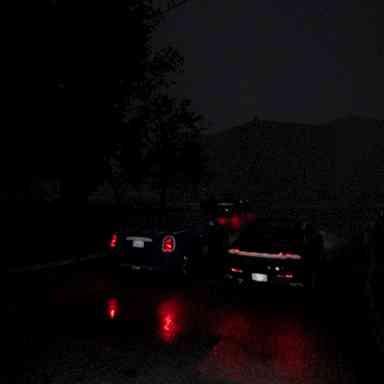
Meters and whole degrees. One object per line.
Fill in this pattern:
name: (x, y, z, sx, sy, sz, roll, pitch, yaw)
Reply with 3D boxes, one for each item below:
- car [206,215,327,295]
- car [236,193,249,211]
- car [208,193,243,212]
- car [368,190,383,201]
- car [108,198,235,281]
car: (2.354, 1.413, 8.702, 2.128, 1.511, 4.902, 0, 1, 25)
car: (3.497, 0.855, 31.654, 2.097, 1.767, 4.553, -1, 1, -24)
car: (1.989, 1.081, 27.040, 2.128, 1.511, 4.902, 0, 1, -14)
car: (27.571, 0.408, 47.441, 2.185, 1.767, 4.553, -1, 1, -23)
car: (-0.448, 1.249, 10.027, 2.097, 1.767, 4.553, 0, 1, 23)
